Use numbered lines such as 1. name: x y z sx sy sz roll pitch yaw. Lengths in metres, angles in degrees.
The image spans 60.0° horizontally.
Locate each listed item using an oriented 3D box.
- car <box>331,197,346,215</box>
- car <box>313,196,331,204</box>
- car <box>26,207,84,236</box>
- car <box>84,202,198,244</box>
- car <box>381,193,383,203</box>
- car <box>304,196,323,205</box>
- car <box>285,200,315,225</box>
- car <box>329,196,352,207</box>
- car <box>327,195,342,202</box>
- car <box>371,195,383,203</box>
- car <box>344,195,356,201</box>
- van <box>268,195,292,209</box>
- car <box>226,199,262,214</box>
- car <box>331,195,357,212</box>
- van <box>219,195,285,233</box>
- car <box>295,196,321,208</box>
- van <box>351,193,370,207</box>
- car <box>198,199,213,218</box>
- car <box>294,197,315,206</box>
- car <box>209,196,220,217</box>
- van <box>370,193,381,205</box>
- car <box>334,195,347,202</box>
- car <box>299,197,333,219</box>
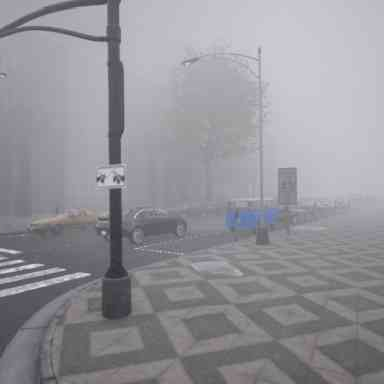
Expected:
1. car: 12.907 1.408 31.543 1.802 1.307 4.206 -1 0 36
2. car: 24.245 1.452 61.891 2.008 1.369 4.403 -1 -1 36
3. car: -6.755 1.563 18.825 1.752 1.417 4.829 -1 0 36
4. car: -2.139 1.428 15.371 2.128 1.511 4.902 -1 -1 36
5. car: 31.977 1.274 58.044 1.752 1.417 4.829 -1 -1 36
6. car: 21.056 1.439 57.460 1.752 1.417 4.829 -1 0 36
7. car: 6.583 1.421 22.755 1.947 1.339 4.313 -1 0 36
8. car: 21.830 1.375 48.675 2.033 1.411 5.357 -1 -1 36
9. car: 30.011 1.431 69.904 2.008 1.369 4.403 -1 -1 36
10. car: 35.041 1.303 62.300 1.947 1.339 4.313 -1 -1 36
11. car: 39.552 1.400 83.161 2.008 1.369 4.403 -1 -1 36
12. van: 11.884 1.291 44.720 1.690 1.788 3.998 -1 0 36
13. car: 5.708 1.528 36.133 2.008 1.369 4.403 -1 0 36
14. car: 16.068 1.363 35.937 2.008 1.369 4.403 -1 0 36
15. van: 3.418 1.212 18.363 1.690 1.788 3.998 -1 0 36
16. car: 15.988 1.385 45.694 2.128 1.511 4.902 -1 -1 36
17. van: 22.389 1.127 44.726 1.690 1.788 3.998 -1 0 36
18. car: -0.471 1.551 27.547 1.887 1.381 4.507 -1 0 36
19. car: 18.065 1.491 53.304 1.947 1.339 4.313 -1 0 36
20. car: 2.616 1.306 31.842 2.192 1.841 5.009 -1 0 36
21. van: 28.714 1.102 53.514 1.690 1.788 3.998 -1 -1 36
22. car: 33.191 1.414 74.323 1.887 1.381 4.507 -1 -1 36
23. car: 9.744 1.385 27.149 1.887 1.381 4.507 -1 0 36
